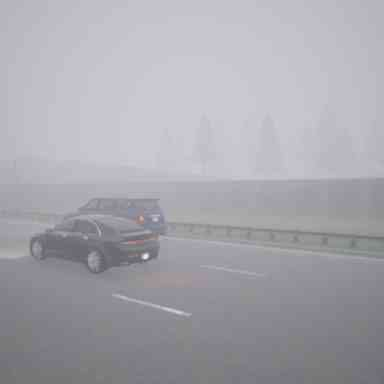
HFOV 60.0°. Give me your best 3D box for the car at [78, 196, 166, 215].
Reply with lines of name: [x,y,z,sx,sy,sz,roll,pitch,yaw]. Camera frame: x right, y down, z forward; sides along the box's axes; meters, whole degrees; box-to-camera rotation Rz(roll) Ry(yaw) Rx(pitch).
car: [-3.682,1.207,15.188,5.566,2.045,2.150,0,0,36]

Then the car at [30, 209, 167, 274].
car: [-3.238,1.494,10.550,4.892,1.490,1.837,1,0,36]
